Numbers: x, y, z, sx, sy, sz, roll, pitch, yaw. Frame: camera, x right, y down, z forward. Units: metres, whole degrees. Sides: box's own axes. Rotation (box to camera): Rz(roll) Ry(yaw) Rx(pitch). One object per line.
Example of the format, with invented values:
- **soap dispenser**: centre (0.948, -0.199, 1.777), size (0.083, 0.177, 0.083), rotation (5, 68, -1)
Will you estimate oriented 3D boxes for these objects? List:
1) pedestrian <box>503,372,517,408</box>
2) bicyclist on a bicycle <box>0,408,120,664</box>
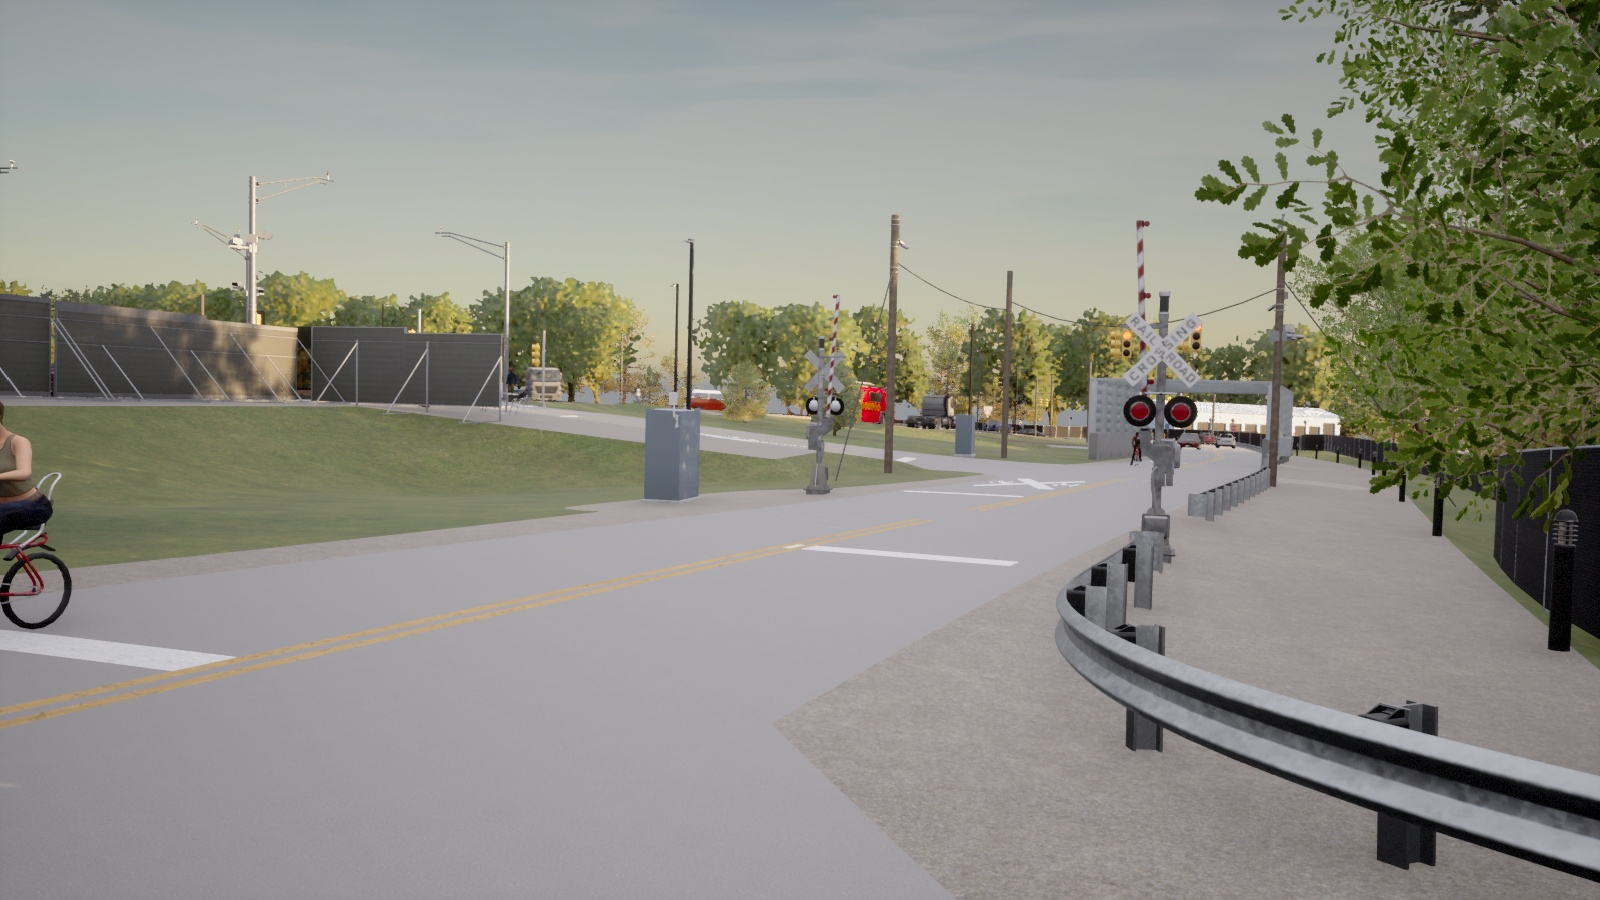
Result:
- **pedestrian**: centre (-15.088, -3.130, 65.259), size (0.402, 1.842, 0.726), rotation (1, 3, 17)
- **bicyclist on a bicycle**: centre (-5.397, 0.536, 8.177), size (0.866, 1.612, 1.509), rotation (1, 1, 19)
